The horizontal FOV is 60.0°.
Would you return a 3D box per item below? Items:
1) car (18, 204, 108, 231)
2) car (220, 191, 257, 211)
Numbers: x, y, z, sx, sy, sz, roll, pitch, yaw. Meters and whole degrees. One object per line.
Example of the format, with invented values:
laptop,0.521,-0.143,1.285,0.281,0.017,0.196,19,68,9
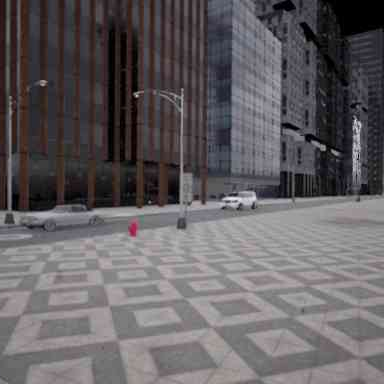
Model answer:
car,-7.241,1.390,19.036,1.895,1.301,4.718,1,1,35
car,5.225,0.955,36.499,2.150,2.045,5.566,1,1,36
